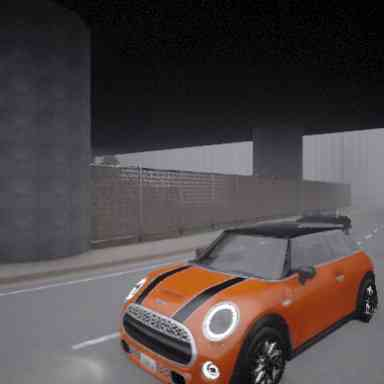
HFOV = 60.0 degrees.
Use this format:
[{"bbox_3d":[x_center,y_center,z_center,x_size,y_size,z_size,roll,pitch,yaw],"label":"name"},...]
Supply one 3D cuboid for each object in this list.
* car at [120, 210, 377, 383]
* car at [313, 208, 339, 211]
[{"bbox_3d":[1.144,1.343,5.327,4.553,1.767,2.097,0,0,-43],"label":"car"},{"bbox_3d":[6.537,1.523,16.470,1.994,1.385,4.181,0,0,37],"label":"car"}]
